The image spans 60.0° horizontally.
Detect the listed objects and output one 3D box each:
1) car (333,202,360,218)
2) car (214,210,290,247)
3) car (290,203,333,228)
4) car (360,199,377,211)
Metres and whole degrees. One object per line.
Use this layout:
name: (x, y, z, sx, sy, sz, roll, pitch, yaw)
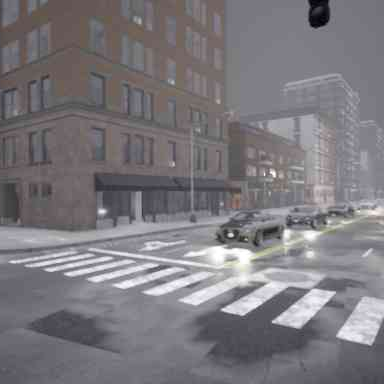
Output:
car: (13.966, 1.649, 31.262, 2.033, 1.411, 5.357, -1, -1, 36)
car: (2.802, 1.654, 15.758, 1.994, 1.385, 4.181, -1, -1, 36)
car: (7.962, 1.598, 22.931, 1.837, 1.490, 4.892, -1, 0, 36)
car: (23.068, 1.684, 43.756, 1.812, 1.442, 4.674, -1, -1, 36)
